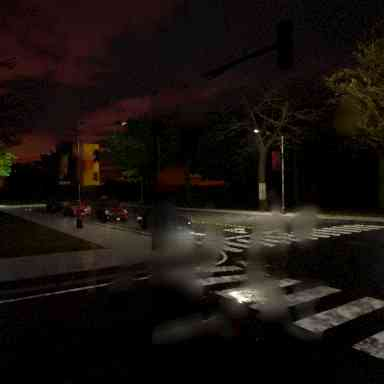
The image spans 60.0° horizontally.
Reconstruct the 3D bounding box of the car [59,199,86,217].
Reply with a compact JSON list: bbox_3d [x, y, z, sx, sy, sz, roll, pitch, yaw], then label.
[{"bbox_3d":[-13.105,1.811,37.824,2.097,1.767,4.553,-1,0,-35],"label":"car"}]

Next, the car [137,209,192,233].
[{"bbox_3d":[-1.993,1.819,22.056,2.033,1.411,5.357,-1,0,-29],"label":"car"}]

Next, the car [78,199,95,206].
[{"bbox_3d":[-21.175,2.098,66.666,1.994,1.385,4.181,-1,0,-35],"label":"car"}]

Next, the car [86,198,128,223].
[{"bbox_3d":[-7.493,1.716,29.806,2.097,1.767,4.553,-1,0,-35],"label":"car"}]

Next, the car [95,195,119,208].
[{"bbox_3d":[-14.639,1.646,57.326,2.150,2.045,5.566,-1,0,-35],"label":"car"}]

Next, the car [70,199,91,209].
[{"bbox_3d":[-19.674,2.077,58.688,2.033,1.411,5.357,-1,0,-35],"label":"car"}]

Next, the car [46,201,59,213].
[{"bbox_3d":[-18.865,2.034,46.126,1.882,1.535,5.008,-1,0,-35],"label":"car"}]

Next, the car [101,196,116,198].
[{"bbox_3d":[-13.810,1.781,50.379,2.097,1.767,4.553,-1,0,-35],"label":"car"}]
